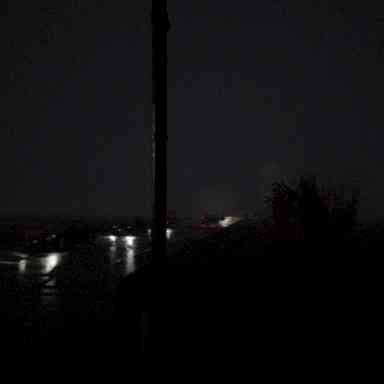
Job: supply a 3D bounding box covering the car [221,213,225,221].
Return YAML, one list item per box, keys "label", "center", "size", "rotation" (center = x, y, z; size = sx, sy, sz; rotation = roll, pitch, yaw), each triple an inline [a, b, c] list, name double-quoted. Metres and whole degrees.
- label: "car"
  center: [4.582, 4.340, 57.738]
  size: [2.033, 1.411, 5.357]
  rotation: [-1, -3, 12]

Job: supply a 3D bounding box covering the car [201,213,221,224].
- label: "car"
  center: [2.585, 3.841, 48.211]
  size: [1.812, 1.442, 4.674]
  rotation: [-1, -3, 13]

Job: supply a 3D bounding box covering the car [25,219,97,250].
- label: "car"
  center: [-7.356, 2.341, 19.149]
  size: [1.882, 1.535, 5.008]
  rotation: [-1, -3, 12]

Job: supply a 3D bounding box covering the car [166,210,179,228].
- label: "car"
  center: [-3.056, 3.089, 39.218]
  size: [2.150, 2.045, 5.566]
  rotation: [-1, -3, 12]

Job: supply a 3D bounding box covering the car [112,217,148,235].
- label: "car"
  center: [-5.272, 2.876, 28.865]
  size: [1.812, 1.442, 4.674]
  rotation: [-1, -3, 12]
